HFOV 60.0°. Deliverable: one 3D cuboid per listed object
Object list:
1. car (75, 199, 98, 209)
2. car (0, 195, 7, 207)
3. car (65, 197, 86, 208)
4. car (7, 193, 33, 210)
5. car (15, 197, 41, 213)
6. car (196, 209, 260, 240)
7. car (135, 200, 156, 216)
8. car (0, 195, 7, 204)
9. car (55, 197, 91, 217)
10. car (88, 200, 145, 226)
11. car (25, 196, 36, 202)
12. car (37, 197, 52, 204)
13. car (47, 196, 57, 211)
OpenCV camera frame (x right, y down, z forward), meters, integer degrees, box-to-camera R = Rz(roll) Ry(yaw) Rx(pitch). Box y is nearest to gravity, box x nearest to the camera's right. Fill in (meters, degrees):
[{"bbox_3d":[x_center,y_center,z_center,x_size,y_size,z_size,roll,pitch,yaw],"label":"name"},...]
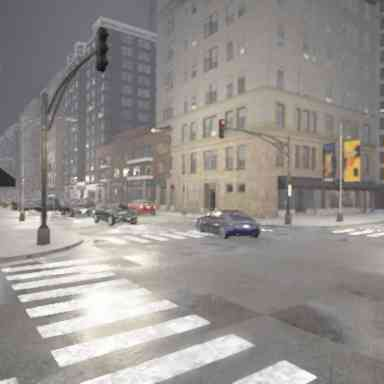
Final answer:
[{"bbox_3d":[-14.646,1.627,46.146,1.802,1.307,4.206,0,0,-35],"label":"car"},{"bbox_3d":[-27.395,1.518,50.298,1.752,1.417,4.829,0,0,-35],"label":"car"},{"bbox_3d":[-17.887,1.573,50.741,1.752,1.417,4.829,0,0,-35],"label":"car"},{"bbox_3d":[-21.203,1.302,41.525,2.192,1.841,5.009,1,0,-35],"label":"car"},{"bbox_3d":[-18.061,1.552,37.067,1.947,1.339,4.313,1,0,-35],"label":"car"},{"bbox_3d":[1.776,1.606,17.633,1.994,1.385,4.181,1,0,-23],"label":"car"},{"bbox_3d":[-5.214,1.488,32.777,1.967,1.590,4.097,1,0,-35],"label":"car"},{"bbox_3d":[-36.923,1.446,63.809,1.967,1.590,4.097,0,0,-35],"label":"car"},{"bbox_3d":[-10.976,1.499,31.426,2.128,1.511,4.902,1,0,-35],"label":"car"},{"bbox_3d":[-5.492,1.519,23.648,1.837,1.490,4.892,1,0,-35],"label":"car"},{"bbox_3d":[-39.891,1.603,81.938,1.752,1.417,4.829,0,0,-35],"label":"car"},{"bbox_3d":[-30.363,1.630,68.428,1.947,1.339,4.313,0,0,-35],"label":"car"},{"bbox_3d":[-16.982,1.510,39.962,1.837,1.490,4.892,1,0,-35],"label":"car"}]
